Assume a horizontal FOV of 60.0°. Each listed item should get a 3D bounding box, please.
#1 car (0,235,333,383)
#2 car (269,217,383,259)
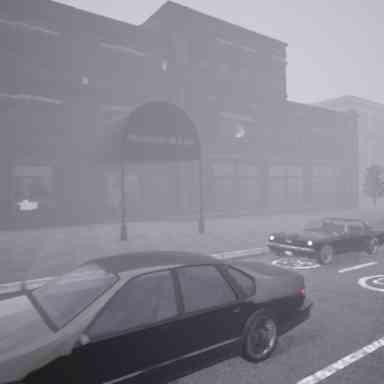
[{"bbox_3d":[-0.677,1.546,4.316,5.357,1.411,2.033,0,0,-35],"label":"car"},{"bbox_3d":[4.808,1.587,11.658,4.718,1.301,1.895,0,0,-36],"label":"car"}]
